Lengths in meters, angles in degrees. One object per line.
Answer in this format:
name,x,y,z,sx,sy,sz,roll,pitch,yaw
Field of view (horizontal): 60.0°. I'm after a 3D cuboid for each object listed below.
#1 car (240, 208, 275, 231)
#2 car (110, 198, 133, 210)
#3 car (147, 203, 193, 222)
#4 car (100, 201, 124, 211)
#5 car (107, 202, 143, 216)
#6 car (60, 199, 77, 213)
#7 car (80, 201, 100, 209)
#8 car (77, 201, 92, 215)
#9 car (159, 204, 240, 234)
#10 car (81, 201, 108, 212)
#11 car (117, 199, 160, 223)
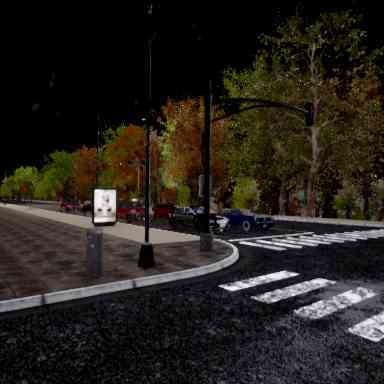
car,3.121,1.732,21.771,1.895,1.301,4.718,1,-1,-35
car,-11.590,1.934,54.713,2.097,1.767,4.553,1,-1,-34
car,-2.034,1.750,29.226,1.812,1.442,4.674,1,-1,-35
car,-11.975,2.023,49.530,1.812,1.442,4.674,1,-1,-34
car,-7.559,1.871,37.220,2.033,1.411,5.357,1,-1,-35
car,-15.727,1.732,43.378,2.097,1.767,4.553,1,-1,-34
car,-17.848,2.203,57.970,1.895,1.301,4.718,1,-1,-35
car,-10.125,1.770,35.222,2.128,1.511,4.902,1,-1,-35
car,0.298,1.582,20.120,2.128,1.511,4.902,1,-1,-34
car,-13.557,1.980,45.958,2.033,1.411,5.357,1,-1,-34
car,-4.920,1.536,27.692,2.097,1.767,4.553,1,-1,-35
